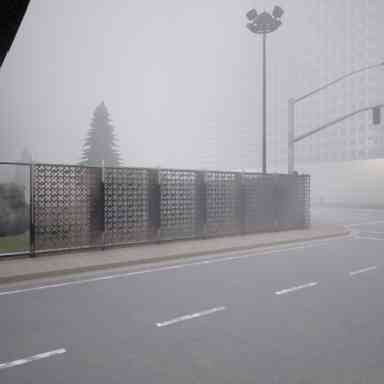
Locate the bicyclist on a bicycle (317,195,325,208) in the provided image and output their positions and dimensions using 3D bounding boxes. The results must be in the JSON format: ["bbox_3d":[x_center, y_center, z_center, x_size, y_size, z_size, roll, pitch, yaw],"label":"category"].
[{"bbox_3d":[16.614,1.244,42.838,1.656,1.620,0.582,0,0,-35],"label":"bicyclist on a bicycle"}]
